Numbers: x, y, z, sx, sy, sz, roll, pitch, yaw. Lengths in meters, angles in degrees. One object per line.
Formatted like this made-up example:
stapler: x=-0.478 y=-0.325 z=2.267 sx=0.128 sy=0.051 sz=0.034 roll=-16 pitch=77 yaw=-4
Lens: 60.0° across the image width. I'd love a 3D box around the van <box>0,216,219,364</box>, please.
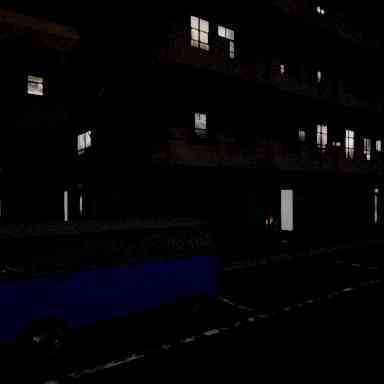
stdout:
van: x=-1.424 y=1.341 z=5.554 sx=3.998 sy=1.788 sz=1.690 roll=0 pitch=0 yaw=-36
